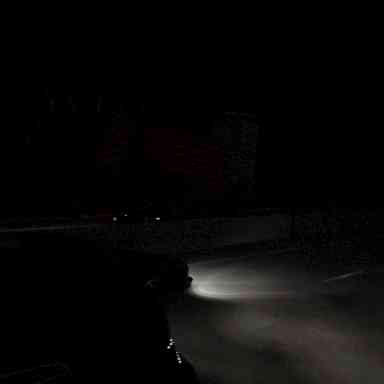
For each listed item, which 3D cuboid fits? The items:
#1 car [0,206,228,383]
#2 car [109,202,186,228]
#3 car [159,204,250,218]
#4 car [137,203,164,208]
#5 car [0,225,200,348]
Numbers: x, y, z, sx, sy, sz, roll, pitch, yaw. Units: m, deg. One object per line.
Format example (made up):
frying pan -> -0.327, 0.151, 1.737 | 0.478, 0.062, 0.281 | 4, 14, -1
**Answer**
car -> -2.626, 1.220, 1.873 | 5.566, 2.045, 2.150 | 0, 0, -36
car -> -3.071, 1.509, 23.297 | 4.902, 1.511, 2.128 | 0, 0, -35
car -> 0.998, 1.522, 17.601 | 4.892, 1.490, 1.837 | 0, 0, -35
car -> -0.667, 1.510, 20.714 | 4.902, 1.511, 2.128 | 0, 0, -35
car -> -2.598, 1.549, 6.192 | 5.357, 1.411, 2.033 | 0, 0, -35
